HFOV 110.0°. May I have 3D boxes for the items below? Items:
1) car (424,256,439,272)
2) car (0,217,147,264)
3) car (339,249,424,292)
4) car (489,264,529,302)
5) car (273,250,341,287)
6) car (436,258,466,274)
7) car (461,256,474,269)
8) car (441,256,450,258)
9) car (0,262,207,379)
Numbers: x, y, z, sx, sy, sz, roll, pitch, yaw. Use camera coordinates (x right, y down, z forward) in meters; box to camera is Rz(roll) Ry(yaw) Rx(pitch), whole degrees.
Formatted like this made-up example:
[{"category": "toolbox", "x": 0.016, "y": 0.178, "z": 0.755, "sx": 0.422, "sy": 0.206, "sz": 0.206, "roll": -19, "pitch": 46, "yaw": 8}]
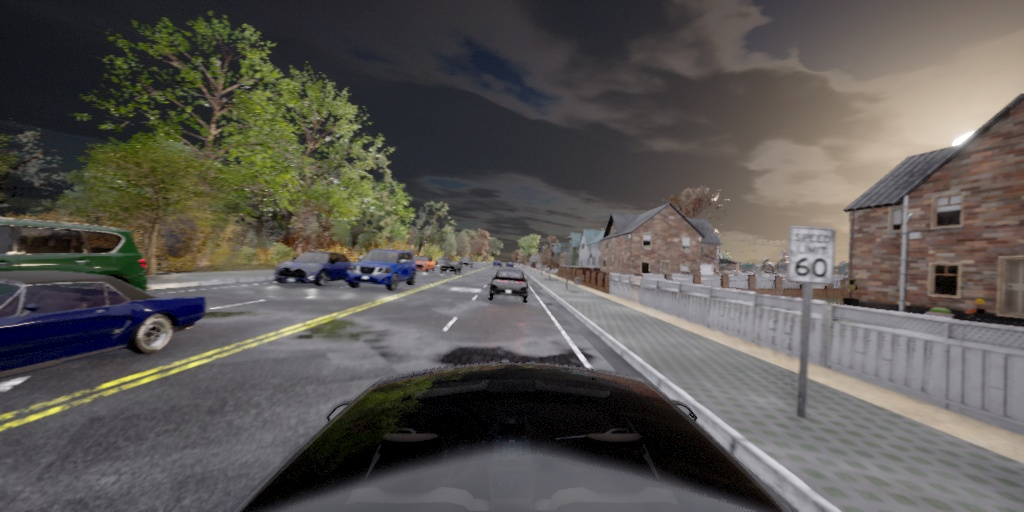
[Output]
[{"category": "car", "x": -9.988, "y": 0.779, "z": 40.043, "sx": 2.097, "sy": 1.767, "sz": 4.553, "roll": 4, "pitch": -1, "yaw": 0}, {"category": "car", "x": -9.879, "y": 0.259, "z": 6.337, "sx": 2.150, "sy": 2.045, "sz": 5.566, "roll": 4, "pitch": -1, "yaw": 0}, {"category": "car", "x": -6.709, "y": 0.647, "z": 19.224, "sx": 2.150, "sy": 2.045, "sz": 5.566, "roll": 4, "pitch": 0, "yaw": 0}, {"category": "car", "x": -0.150, "y": 1.413, "z": 18.575, "sx": 2.128, "sy": 1.511, "sz": 4.902, "roll": 4, "pitch": -1, "yaw": 0}, {"category": "car", "x": -9.957, "y": 0.524, "z": 18.459, "sx": 2.097, "sy": 1.767, "sz": 4.553, "roll": 4, "pitch": -1, "yaw": 0}, {"category": "car", "x": -6.766, "y": 1.280, "z": 40.129, "sx": 1.895, "sy": 1.301, "sz": 4.718, "roll": 4, "pitch": -1, "yaw": 0}, {"category": "car", "x": -6.797, "y": 0.838, "z": 53.002, "sx": 2.097, "sy": 1.767, "sz": 4.553, "roll": 4, "pitch": -1, "yaw": 0}, {"category": "car", "x": -10.050, "y": 0.760, "z": 52.953, "sx": 2.128, "sy": 1.511, "sz": 4.902, "roll": 4, "pitch": -1, "yaw": 0}, {"category": "car", "x": -6.644, "y": 0.864, "z": 4.473, "sx": 1.895, "sy": 1.301, "sz": 4.718, "roll": 4, "pitch": -1, "yaw": -1}]
